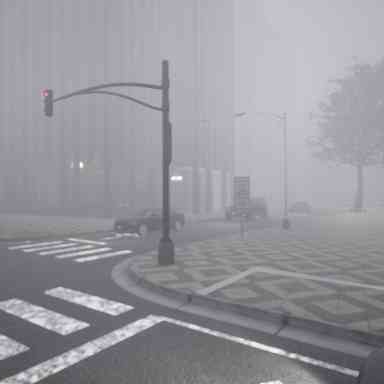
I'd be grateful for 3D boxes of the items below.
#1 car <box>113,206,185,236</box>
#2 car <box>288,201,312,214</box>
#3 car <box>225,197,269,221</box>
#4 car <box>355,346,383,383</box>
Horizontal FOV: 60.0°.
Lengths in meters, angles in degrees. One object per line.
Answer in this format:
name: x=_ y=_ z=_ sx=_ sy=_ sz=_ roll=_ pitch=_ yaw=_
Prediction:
car: x=-2.436 y=1.654 z=19.929 sx=1.882 sy=1.535 sz=5.008 roll=0 pitch=-1 yaw=36
car: x=13.921 y=1.952 z=42.679 sx=1.837 sy=1.490 sz=4.892 roll=0 pitch=-1 yaw=36
car: x=5.111 y=1.514 z=30.449 sx=2.150 sy=2.045 sz=5.566 roll=0 pitch=-1 yaw=36
car: x=2.953 y=1.562 z=1.577 sx=4.181 sy=1.385 sz=1.994 roll=0 pitch=0 yaw=36
